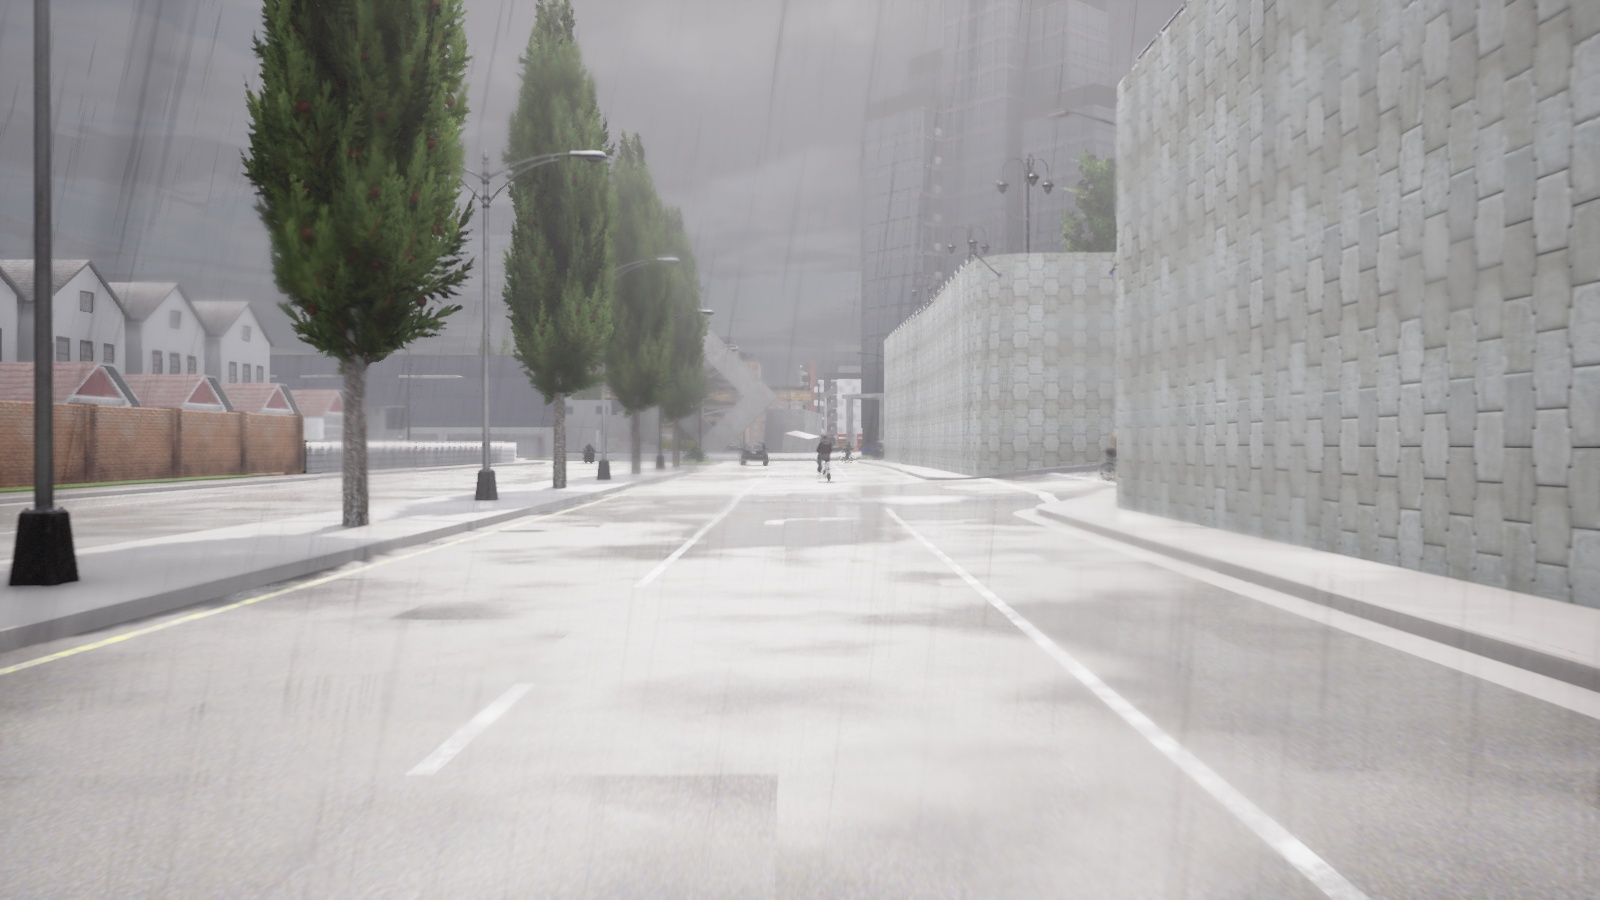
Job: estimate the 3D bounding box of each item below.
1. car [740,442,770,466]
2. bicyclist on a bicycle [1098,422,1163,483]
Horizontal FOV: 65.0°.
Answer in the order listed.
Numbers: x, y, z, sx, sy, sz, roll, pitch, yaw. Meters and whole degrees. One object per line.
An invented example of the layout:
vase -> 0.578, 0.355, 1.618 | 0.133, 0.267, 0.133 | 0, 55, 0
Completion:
car -> -2.980, 0.253, 83.399 | 1.789, 1.549, 3.705 | 0, 0, 1
bicyclist on a bicycle -> 9.503, 0.057, 36.125 | 1.509, 1.612, 0.866 | -4, 1, -2
